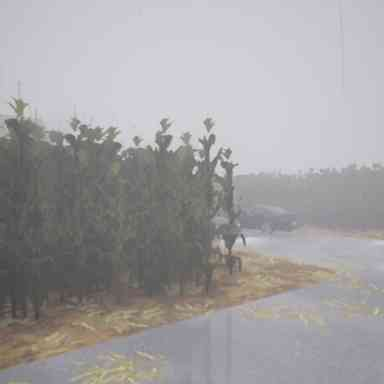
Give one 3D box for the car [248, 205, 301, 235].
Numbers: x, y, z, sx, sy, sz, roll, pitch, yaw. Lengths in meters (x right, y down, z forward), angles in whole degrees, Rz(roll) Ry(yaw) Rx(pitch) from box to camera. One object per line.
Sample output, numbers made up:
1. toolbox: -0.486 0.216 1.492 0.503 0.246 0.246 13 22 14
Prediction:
1. car: 3.874 1.514 19.386 1.882 1.535 5.008 0 0 -36
